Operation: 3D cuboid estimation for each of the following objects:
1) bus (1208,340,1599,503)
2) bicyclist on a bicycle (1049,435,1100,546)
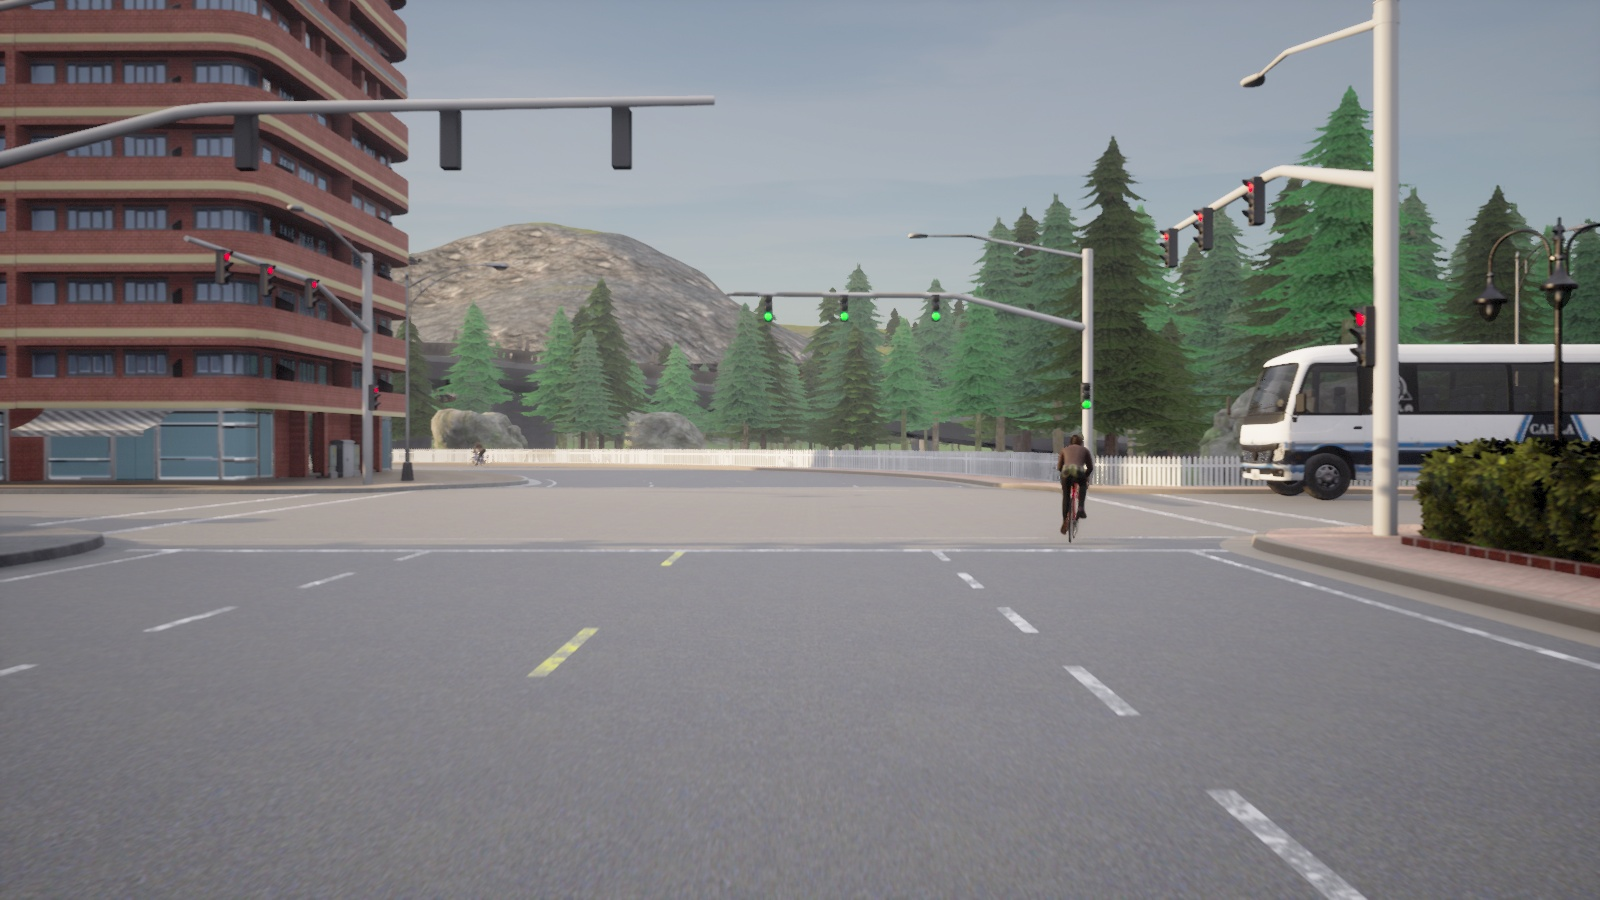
[{"bbox_3d":[17.073,-0.757,34.758,10.273,4.253,3.944,0,0,1],"label":"bus"},{"bbox_3d":[4.228,0.597,19.304,0.582,1.620,1.656,2,0,17],"label":"bicyclist on a bicycle"}]
